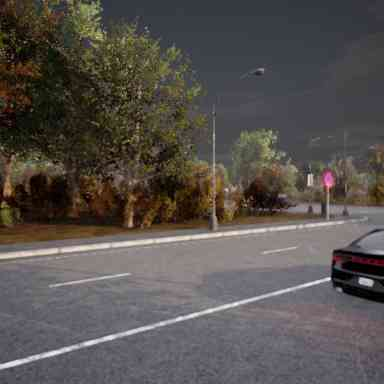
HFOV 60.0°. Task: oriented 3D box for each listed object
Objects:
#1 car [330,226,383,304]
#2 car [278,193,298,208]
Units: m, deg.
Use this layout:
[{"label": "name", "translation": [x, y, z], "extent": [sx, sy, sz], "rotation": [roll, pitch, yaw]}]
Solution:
[{"label": "car", "translation": [5.145, 1.467, 7.435], "extent": [5.008, 1.535, 1.882], "rotation": [0, 0, -36]}, {"label": "car", "translation": [11.795, 1.173, 45.534], "extent": [2.150, 2.045, 5.566], "rotation": [0, 0, -32]}]
